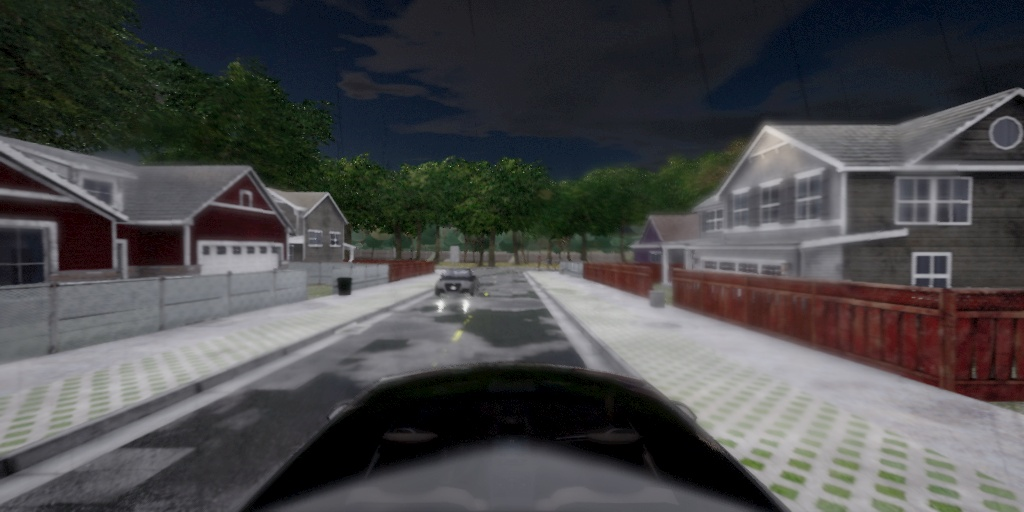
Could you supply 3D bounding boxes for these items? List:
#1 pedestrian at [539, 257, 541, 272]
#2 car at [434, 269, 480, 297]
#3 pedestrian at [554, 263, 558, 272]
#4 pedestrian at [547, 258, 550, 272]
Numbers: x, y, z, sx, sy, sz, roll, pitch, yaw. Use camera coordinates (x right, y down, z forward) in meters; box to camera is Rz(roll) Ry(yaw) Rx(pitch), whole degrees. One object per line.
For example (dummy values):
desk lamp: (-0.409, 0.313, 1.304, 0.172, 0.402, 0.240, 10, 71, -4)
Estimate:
pedestrian: (3.524, 1.079, 45.900, 0.375, 1.860, 0.375, -1, 1, 0)
car: (-2.842, 1.389, 19.374, 1.994, 1.385, 4.181, 0, 0, 0)
pedestrian: (5.524, 1.446, 45.308, 0.500, 1.100, 0.500, -1, 1, 0)
pedestrian: (4.524, 1.063, 44.700, 0.375, 1.860, 0.375, -1, 1, 0)
